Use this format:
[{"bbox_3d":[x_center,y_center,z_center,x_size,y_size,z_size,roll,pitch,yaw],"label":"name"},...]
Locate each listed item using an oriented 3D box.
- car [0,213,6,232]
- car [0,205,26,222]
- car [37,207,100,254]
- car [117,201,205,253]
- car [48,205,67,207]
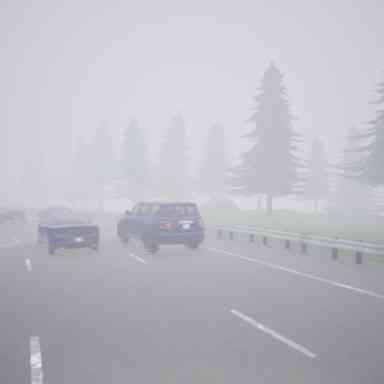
[{"bbox_3d":[-7.670,1.673,11.417,2.033,1.411,5.357,0,-1,-30],"label":"car"},{"bbox_3d":[-15.645,1.836,28.318,1.812,1.442,4.674,1,-1,-43],"label":"car"},{"bbox_3d":[-5.517,1.640,14.571,1.882,1.535,5.008,0,-1,-31],"label":"car"},{"bbox_3d":[-1.565,1.394,14.843,2.150,2.045,5.566,0,0,-30],"label":"car"},{"bbox_3d":[-12.043,1.876,29.602,2.033,1.411,5.357,1,-1,-42],"label":"car"}]
